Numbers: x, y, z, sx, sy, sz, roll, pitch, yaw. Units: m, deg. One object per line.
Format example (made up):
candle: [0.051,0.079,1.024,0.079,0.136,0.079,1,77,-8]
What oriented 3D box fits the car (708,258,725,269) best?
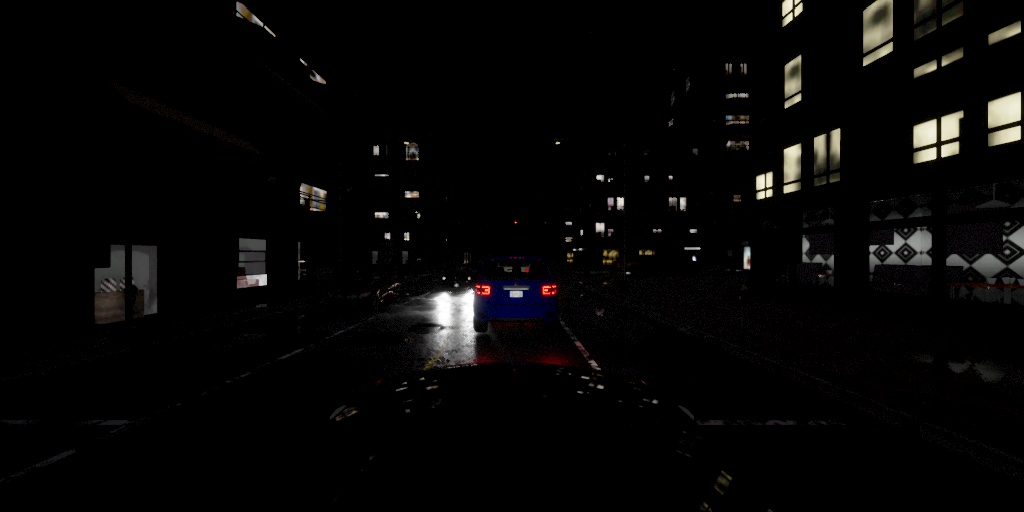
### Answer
car: [25.681,0.824,42.831,4.207,1.307,1.802,0,0,0]

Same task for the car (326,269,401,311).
car: [-5.736,1.332,14.384,1.802,1.307,4.207,0,0,0]

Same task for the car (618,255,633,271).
car: [14.970,0.925,40.150,5.008,1.535,1.882,-1,0,-1]

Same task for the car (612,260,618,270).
car: [14.589,0.764,42.737,5.009,1.841,2.192,0,0,0]

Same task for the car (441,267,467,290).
car: [-3.165,1.351,22.435,1.895,1.301,4.718,0,0,-1]

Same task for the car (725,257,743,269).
car: [27.532,0.759,40.255,5.357,1.411,2.033,-1,0,0]

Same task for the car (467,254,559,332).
car: [0.101,0.971,10.979,2.150,2.045,5.566,0,0,0]

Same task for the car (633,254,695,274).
car: [14.721,0.778,34.358,5.009,1.841,2.192,0,0,0]

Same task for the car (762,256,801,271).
car: [25.815,0.822,34.451,4.313,1.339,1.948,0,0,0]
